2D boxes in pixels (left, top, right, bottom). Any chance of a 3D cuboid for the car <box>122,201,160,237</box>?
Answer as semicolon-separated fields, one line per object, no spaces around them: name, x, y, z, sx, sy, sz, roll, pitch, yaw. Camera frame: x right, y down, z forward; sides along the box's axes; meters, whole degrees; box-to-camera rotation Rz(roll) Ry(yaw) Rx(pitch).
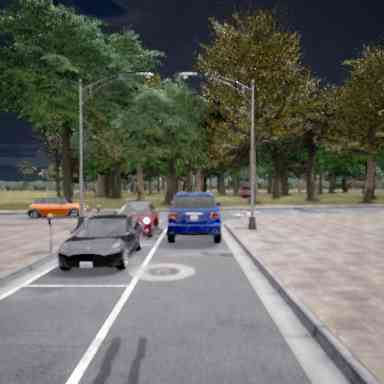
car;-2.647;1.206;15.904;1.967;1.590;4.097;-1;1;0

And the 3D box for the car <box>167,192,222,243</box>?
car;0.127;1.002;14.920;2.150;2.045;5.566;0;1;1

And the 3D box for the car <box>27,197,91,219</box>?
car;-10.140;1.160;25.726;4.553;1.767;2.097;-1;2;0

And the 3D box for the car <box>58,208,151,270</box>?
car;-2.646;1.411;10.471;1.947;1.339;4.313;-1;1;0
